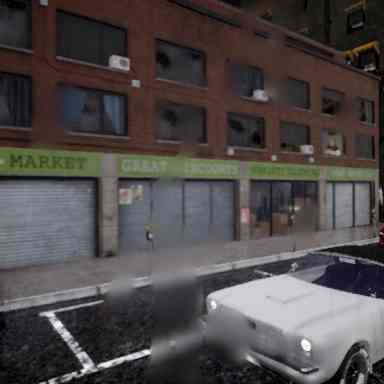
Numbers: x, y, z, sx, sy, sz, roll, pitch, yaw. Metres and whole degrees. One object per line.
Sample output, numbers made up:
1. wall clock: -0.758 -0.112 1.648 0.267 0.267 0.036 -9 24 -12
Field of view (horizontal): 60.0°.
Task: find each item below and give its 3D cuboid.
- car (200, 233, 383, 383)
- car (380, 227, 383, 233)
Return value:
1. car: 2.454 1.587 5.102 4.718 1.301 1.895 0 0 -35
2. car: 9.058 1.502 13.037 4.507 1.381 1.887 0 0 -36
